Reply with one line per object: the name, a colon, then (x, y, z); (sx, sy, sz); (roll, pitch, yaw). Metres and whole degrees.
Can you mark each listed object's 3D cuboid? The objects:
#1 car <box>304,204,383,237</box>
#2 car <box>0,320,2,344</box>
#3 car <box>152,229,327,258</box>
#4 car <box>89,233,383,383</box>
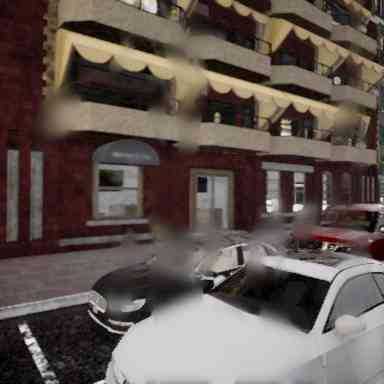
car: (4.833, 1.303, 9.539); (5.009, 1.841, 2.192); (0, 1, -36)
car: (-4.199, 1.584, 3.091); (4.206, 1.307, 1.802); (0, 1, -36)
car: (0.317, 1.546, 6.316); (4.403, 1.369, 2.008); (0, 1, -36)
car: (1.342, 1.521, 4.030); (4.674, 1.442, 1.812); (0, 0, -36)
